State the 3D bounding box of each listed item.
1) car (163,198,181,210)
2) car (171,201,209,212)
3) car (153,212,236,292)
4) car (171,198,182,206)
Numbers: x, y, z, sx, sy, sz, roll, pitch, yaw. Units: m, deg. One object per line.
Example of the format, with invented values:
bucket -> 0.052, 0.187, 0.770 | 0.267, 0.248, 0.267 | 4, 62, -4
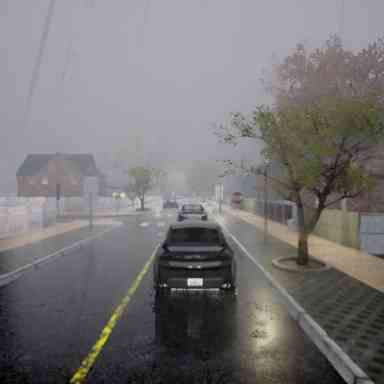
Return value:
car -> -2.881, 1.720, 45.716 | 1.994, 1.385, 4.181 | 0, 0, 0
car -> 0.041, 1.550, 21.544 | 2.128, 1.511, 4.902 | 0, 0, 0
car -> 0.069, 1.529, 9.004 | 1.837, 1.490, 4.892 | 0, 0, 0
car -> -2.867, 1.767, 60.997 | 1.812, 1.442, 4.674 | 0, 0, 0
